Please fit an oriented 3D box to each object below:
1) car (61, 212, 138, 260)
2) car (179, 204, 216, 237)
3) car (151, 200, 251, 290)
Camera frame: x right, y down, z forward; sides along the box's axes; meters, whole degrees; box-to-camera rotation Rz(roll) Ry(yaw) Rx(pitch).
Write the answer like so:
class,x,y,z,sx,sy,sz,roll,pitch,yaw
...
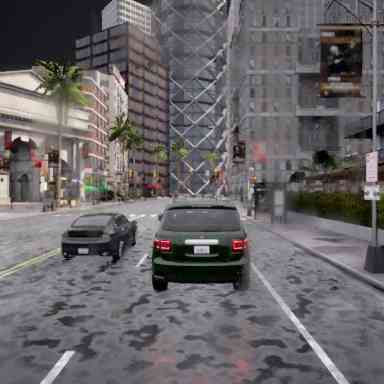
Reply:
class,x,y,z,sx,sy,sz,roll,pitch,yaw
car,-3.262,1.507,12.469,1.837,1.490,4.892,0,1,1
car,0.300,1.505,19.048,1.837,1.490,4.892,0,0,1
car,0.200,1.221,9.188,2.150,2.045,5.566,0,0,0
